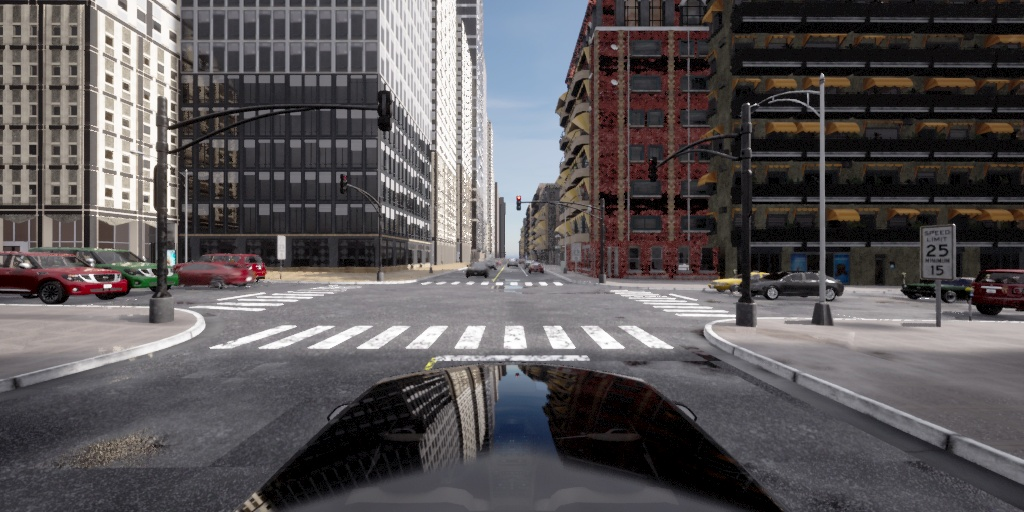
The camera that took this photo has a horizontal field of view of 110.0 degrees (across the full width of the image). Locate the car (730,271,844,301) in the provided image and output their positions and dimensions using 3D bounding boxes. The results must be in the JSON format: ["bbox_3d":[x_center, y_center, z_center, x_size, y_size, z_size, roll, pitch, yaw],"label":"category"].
[{"bbox_3d":[14.926,1.562,19.328,4.892,1.490,1.837,1,0,2],"label":"car"}]

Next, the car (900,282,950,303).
[{"bbox_3d":[24.217,1.827,19.432,4.718,1.301,1.895,1,0,-1],"label":"car"}]

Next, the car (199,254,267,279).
[{"bbox_3d":[-17.696,0.776,21.686,5.009,1.841,2.192,0,0,0],"label":"car"}]

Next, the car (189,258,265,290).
[{"bbox_3d":[-16.275,1.006,19.057,4.674,1.442,1.812,1,0,-1],"label":"car"}]

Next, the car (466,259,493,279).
[{"bbox_3d":[-3.080,1.233,32.911,1.882,1.535,5.008,0,0,0],"label":"car"}]

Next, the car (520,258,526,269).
[{"bbox_3d":[2.728,1.317,54.569,2.007,1.370,4.403,0,0,0],"label":"car"}]

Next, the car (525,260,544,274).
[{"bbox_3d":[2.769,1.341,41.651,1.802,1.307,4.207,0,0,0],"label":"car"}]

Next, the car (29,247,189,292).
[{"bbox_3d":[-18.240,0.658,15.895,5.566,2.045,2.150,1,0,0],"label":"car"}]

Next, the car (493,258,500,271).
[{"bbox_3d":[-3.060,1.270,49.711,1.837,1.490,4.892,0,0,0],"label":"car"}]

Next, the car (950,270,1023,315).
[{"bbox_3d":[20.607,1.461,13.646,5.009,1.841,2.192,0,0,0],"label":"car"}]

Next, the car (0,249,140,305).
[{"bbox_3d":[-17.567,0.757,13.307,5.009,1.841,2.192,0,0,0],"label":"car"}]

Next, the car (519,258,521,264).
[{"bbox_3d":[2.732,1.321,60.217,2.007,1.370,4.403,0,0,0],"label":"car"}]

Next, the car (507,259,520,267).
[{"bbox_3d":[0.139,1.338,65.052,1.994,1.385,4.181,0,0,1],"label":"car"}]

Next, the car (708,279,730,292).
[{"bbox_3d":[14.645,1.587,21.946,4.829,1.417,1.751,0,0,0],"label":"car"}]
